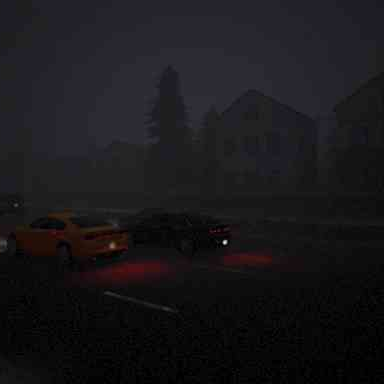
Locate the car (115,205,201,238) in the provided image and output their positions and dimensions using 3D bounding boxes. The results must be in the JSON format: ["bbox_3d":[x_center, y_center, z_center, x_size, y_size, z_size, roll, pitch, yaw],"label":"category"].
[{"bbox_3d":[-1.946,1.507,18.264,4.674,1.442,1.812,0,0,35],"label":"car"}]

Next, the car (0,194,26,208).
[{"bbox_3d":[-16.534,1.175,28.688,5.566,2.045,2.150,0,0,36],"label":"car"}]

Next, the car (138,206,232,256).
[{"bbox_3d":[-0.798,1.494,13.153,4.892,1.490,1.837,1,0,36],"label":"car"}]

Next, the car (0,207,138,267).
[{"bbox_3d":[-4.406,1.462,11.431,5.008,1.535,1.882,0,0,36],"label":"car"}]
